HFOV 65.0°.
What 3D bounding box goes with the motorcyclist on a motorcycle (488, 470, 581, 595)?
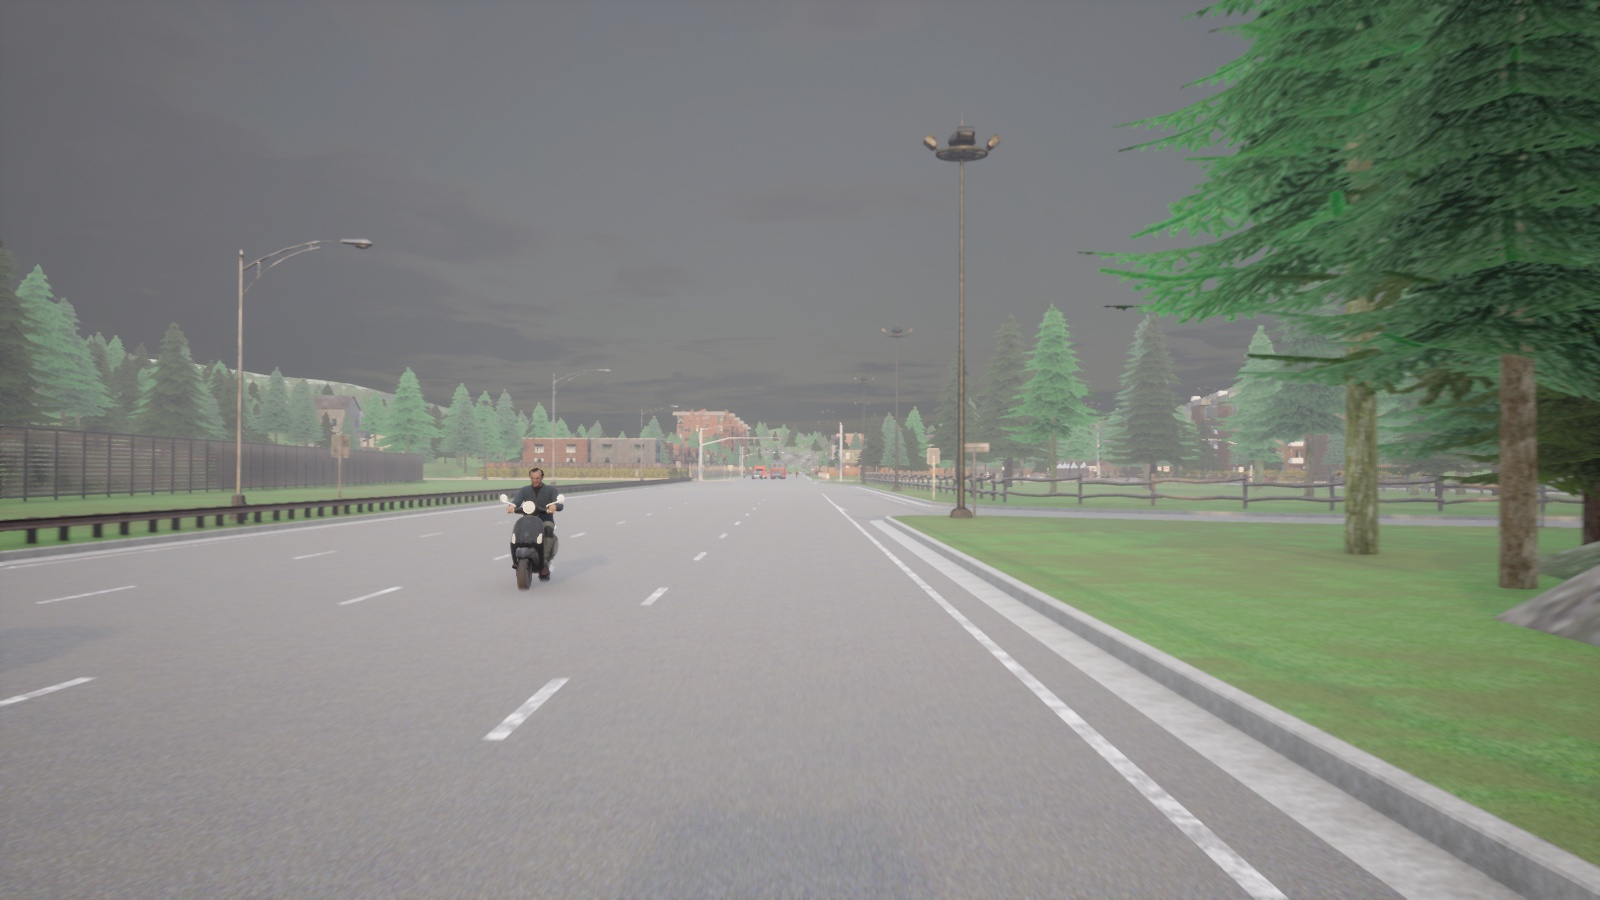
[{"bbox_3d":[-3.541,1.064,16.889,0.866,1.590,1.817,0,-1,0],"label":"motorcyclist on a motorcycle"}]
